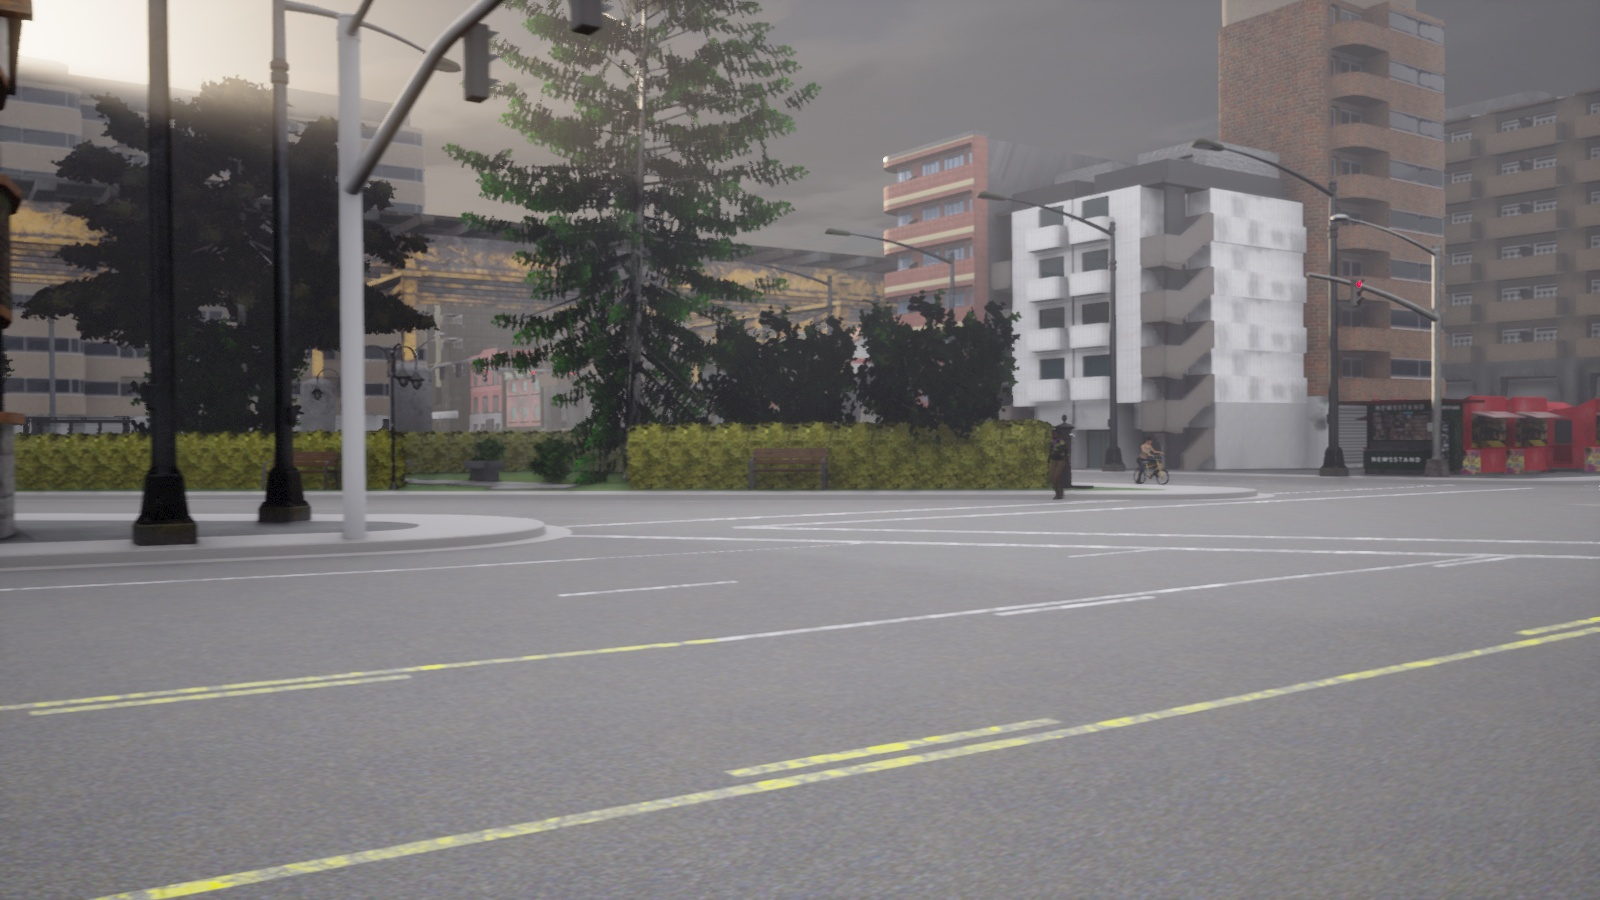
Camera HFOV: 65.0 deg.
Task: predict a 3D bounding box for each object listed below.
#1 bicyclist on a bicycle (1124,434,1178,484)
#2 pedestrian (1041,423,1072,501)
[{"bbox_3d":[11.598,0.301,41.563,0.866,1.612,1.509,-1,1,-34],"label":"bicyclist on a bicycle"},{"bbox_3d":[6.417,0.290,31.430,0.692,1.930,0.395,-1,1,-40],"label":"pedestrian"}]
